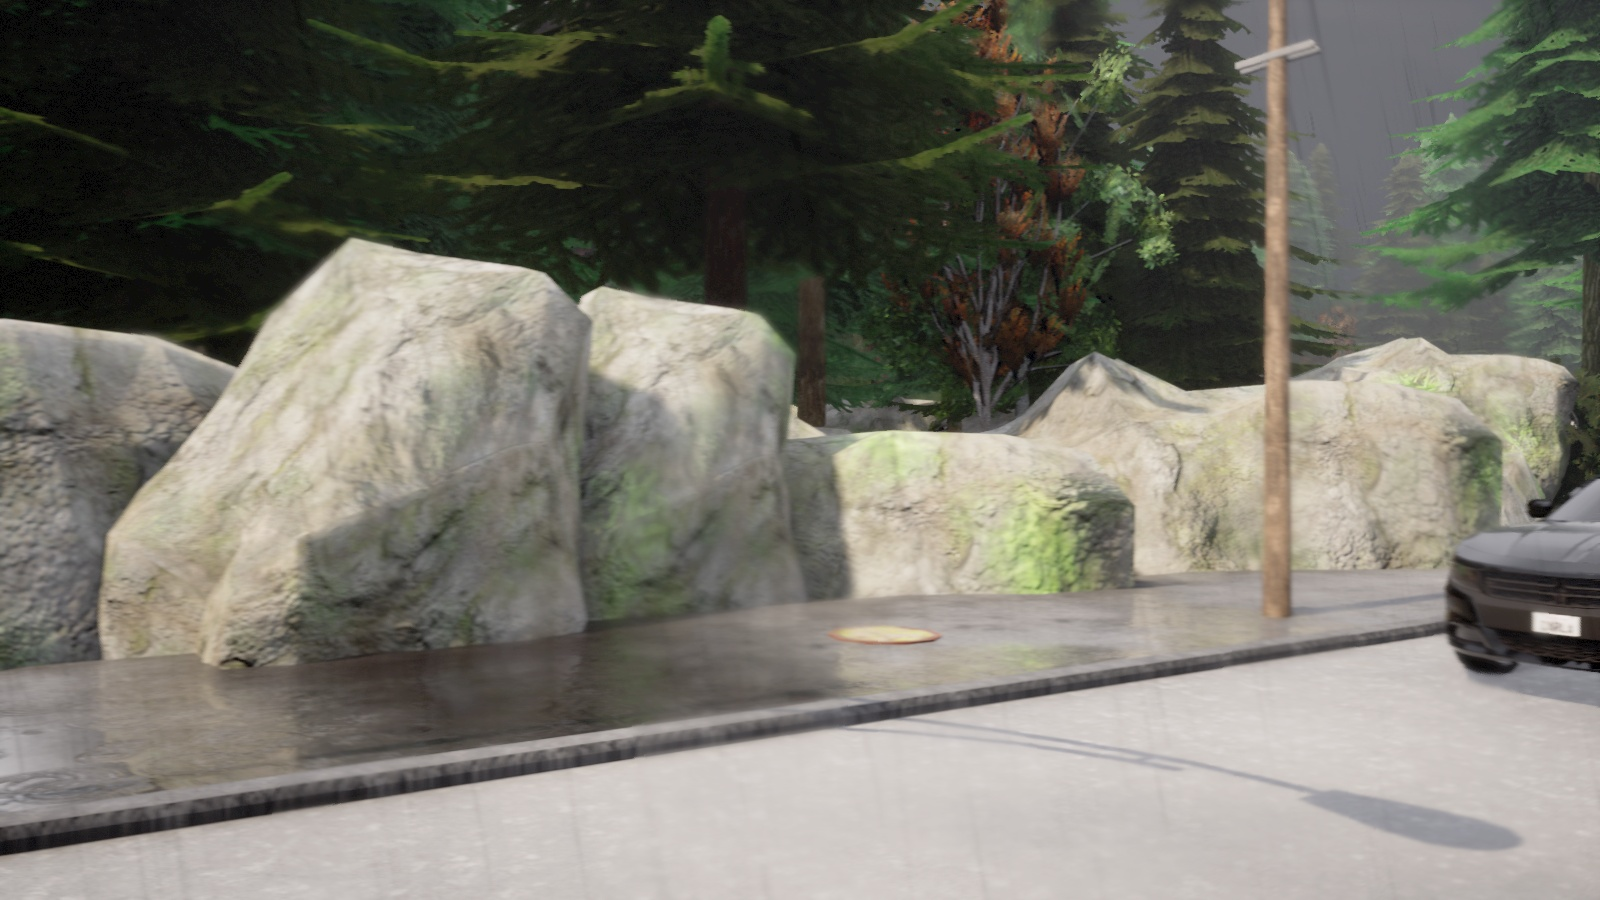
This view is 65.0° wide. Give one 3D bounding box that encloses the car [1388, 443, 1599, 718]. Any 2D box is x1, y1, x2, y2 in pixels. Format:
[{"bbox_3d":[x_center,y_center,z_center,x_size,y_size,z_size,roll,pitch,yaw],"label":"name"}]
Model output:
[{"bbox_3d":[6.354,0.730,8.690,5.008,1.535,1.882,0,0,-35],"label":"car"}]
